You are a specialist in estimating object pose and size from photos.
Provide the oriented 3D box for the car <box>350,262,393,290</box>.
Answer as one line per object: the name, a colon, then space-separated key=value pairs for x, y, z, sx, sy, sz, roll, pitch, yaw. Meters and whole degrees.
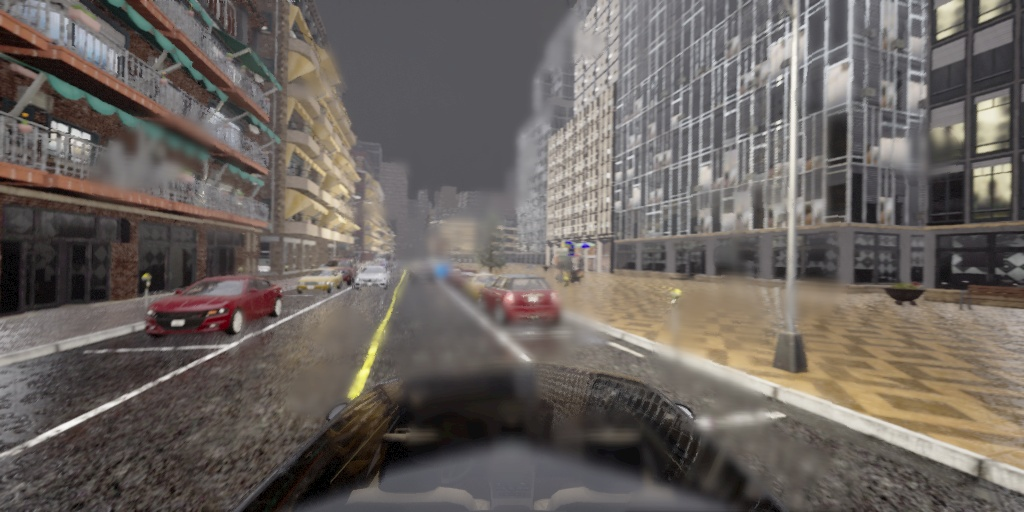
car: x=-8.858 y=1.350 z=23.060 sx=1.812 sy=1.442 sz=4.674 roll=1 pitch=-1 yaw=-15

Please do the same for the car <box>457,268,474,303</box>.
car: x=-1.411 y=1.425 z=17.780 sx=1.751 sy=1.417 sz=4.829 roll=0 pitch=0 yaw=-16

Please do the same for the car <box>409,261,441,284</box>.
car: x=-7.168 y=1.409 z=28.809 sx=2.128 sy=1.511 sz=4.902 roll=1 pitch=-1 yaw=-16

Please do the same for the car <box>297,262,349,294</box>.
car: x=-10.874 y=1.286 z=20.531 sx=1.751 sy=1.417 sz=4.829 roll=0 pitch=0 yaw=-16

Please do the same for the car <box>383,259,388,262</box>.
car: x=-19.811 y=1.515 z=52.639 sx=1.888 sy=1.381 sz=4.507 roll=0 pitch=0 yaw=-16

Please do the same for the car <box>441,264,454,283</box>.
car: x=-4.330 y=1.546 z=28.264 sx=1.802 sy=1.307 sz=4.207 roll=0 pitch=0 yaw=-16

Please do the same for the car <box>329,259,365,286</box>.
car: x=-12.402 y=1.109 z=26.018 sx=2.192 sy=1.841 sz=5.009 roll=0 pitch=0 yaw=-16

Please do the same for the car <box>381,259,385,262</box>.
car: x=-18.329 y=1.498 z=47.315 sx=1.948 sy=1.339 sz=4.313 roll=0 pitch=0 yaw=-16

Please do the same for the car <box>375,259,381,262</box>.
car: x=-16.847 y=1.336 z=41.990 sx=1.967 sy=1.591 sz=4.097 roll=0 pitch=0 yaw=-16

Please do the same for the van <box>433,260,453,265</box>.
van: x=-7.293 y=1.373 z=38.912 sx=1.690 sy=1.789 sz=3.998 roll=0 pitch=0 yaw=-16

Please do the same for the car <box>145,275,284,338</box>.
car: x=-7.956 y=1.242 z=10.047 sx=1.888 sy=1.381 sz=4.507 roll=0 pitch=0 yaw=-16

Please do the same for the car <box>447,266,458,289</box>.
car: x=-2.848 y=1.513 z=22.941 sx=1.802 sy=1.307 sz=4.207 roll=0 pitch=0 yaw=-16

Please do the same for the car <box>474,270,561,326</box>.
car: x=0.117 y=1.307 z=12.292 sx=1.967 sy=1.591 sz=4.097 roll=0 pitch=0 yaw=-16
